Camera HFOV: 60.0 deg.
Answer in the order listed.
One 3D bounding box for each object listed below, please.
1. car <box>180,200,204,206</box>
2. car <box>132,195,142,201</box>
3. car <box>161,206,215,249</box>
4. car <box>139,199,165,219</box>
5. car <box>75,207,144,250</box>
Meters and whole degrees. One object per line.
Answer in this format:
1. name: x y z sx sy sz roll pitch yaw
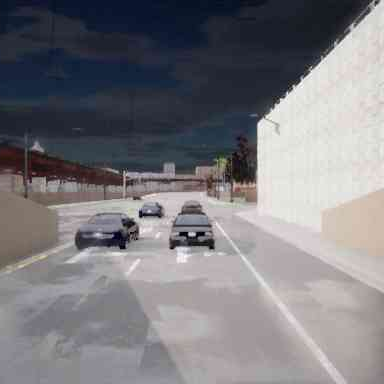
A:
1. car: 0.000 1.514 29.375 1.837 1.490 4.892 0 0 0
2. car: -14.000 1.532 85.415 2.033 1.411 5.357 0 0 0
3. car: 0.000 1.560 14.375 2.033 1.411 5.357 0 0 0
4. car: -3.500 1.570 29.375 1.994 1.385 4.181 0 0 0
5. car: -3.499 1.567 14.375 1.994 1.385 4.181 0 0 0
